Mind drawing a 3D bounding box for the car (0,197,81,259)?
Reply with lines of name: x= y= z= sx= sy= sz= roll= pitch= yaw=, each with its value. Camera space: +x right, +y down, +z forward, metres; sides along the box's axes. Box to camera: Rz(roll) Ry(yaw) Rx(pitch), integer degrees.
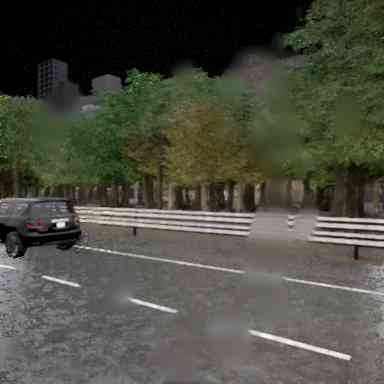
car: x=-6.669 y=1.225 z=12.947 sx=5.566 sy=2.045 sz=2.150 roll=0 pitch=0 yaw=36
